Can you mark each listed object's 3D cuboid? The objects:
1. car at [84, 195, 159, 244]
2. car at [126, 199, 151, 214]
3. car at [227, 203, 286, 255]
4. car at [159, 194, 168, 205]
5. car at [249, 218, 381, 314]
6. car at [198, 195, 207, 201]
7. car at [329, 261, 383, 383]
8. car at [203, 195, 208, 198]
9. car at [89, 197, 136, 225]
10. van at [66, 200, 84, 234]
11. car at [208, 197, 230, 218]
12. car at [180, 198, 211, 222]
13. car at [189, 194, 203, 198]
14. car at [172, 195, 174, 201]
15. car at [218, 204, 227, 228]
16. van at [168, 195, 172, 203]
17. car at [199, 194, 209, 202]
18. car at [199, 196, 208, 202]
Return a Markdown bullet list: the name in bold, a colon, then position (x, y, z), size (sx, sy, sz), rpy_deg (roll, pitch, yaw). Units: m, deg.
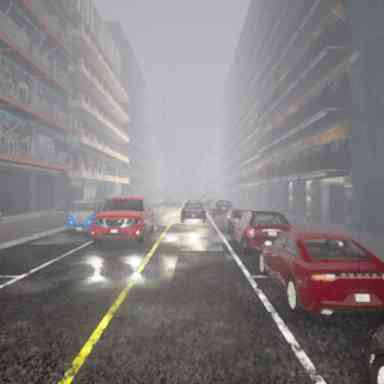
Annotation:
- **car**: position (-3.089, 1.201, 15.976), size (2.150, 2.045, 5.566), rpy_deg (0, 0, 0)
- **car**: position (-5.677, 1.528, 35.813), size (1.887, 1.381, 4.507), rpy_deg (0, 0, 0)
- **car**: position (2.696, 1.422, 13.142), size (1.967, 1.590, 4.097), rpy_deg (0, 0, 0)
- **car**: position (-5.669, 1.527, 58.292), size (1.752, 1.417, 4.829), rpy_deg (0, 0, 0)
- **car**: position (2.694, 1.534, 7.482), size (1.887, 1.381, 4.507), rpy_deg (0, 0, 0)
- **car**: position (2.722, 1.618, 86.744), size (2.008, 1.369, 4.403), rpy_deg (0, 0, 0)
- **car**: position (2.692, 1.548, 1.819), size (2.008, 1.369, 4.403), rpy_deg (0, 0, 0)
- **car**: position (2.708, 1.536, 47.112), size (1.887, 1.381, 4.507), rpy_deg (0, 0, 0)
- **car**: position (-5.682, 1.292, 24.490), size (2.192, 1.841, 5.009), rpy_deg (0, 0, 0)
- **van**: position (-5.683, 1.318, 18.830), size (1.690, 1.788, 3.998), rpy_deg (0, 0, 0)
- **car**: position (2.701, 1.419, 30.125), size (1.967, 1.590, 4.097), rpy_deg (0, 0, 0)
- **car**: position (0.111, 1.470, 25.809), size (2.128, 1.511, 4.902), rpy_deg (0, 0, 0)
- **car**: position (0.120, 1.482, 47.029), size (2.128, 1.511, 4.902), rpy_deg (0, 0, 0)
- **car**: position (-5.659, 1.507, 86.771), size (1.967, 1.590, 4.097), rpy_deg (0, 0, 0)
- **car**: position (2.697, 1.559, 18.806), size (1.802, 1.307, 4.206), rpy_deg (0, 0, 0)
- **van**: position (-5.666, 1.364, 69.786), size (1.690, 1.788, 3.998), rpy_deg (0, 0, 0)
- **car**: position (2.717, 1.352, 75.420), size (2.192, 1.841, 5.009), rpy_deg (0, 0, 0)
- **car**: position (2.720, 1.603, 81.082), size (2.008, 1.369, 4.403), rpy_deg (0, 0, 0)
